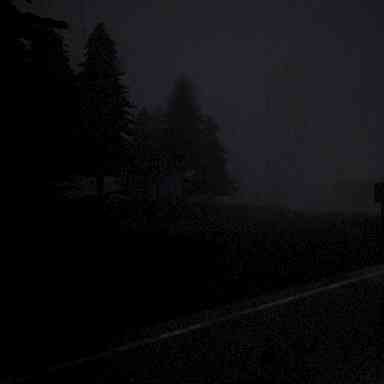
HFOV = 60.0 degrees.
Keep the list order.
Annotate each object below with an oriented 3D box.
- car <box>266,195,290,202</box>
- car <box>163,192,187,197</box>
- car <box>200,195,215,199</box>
[{"bbox_3d":[13.098,1.225,50.871,3.988,1.617,1.851,0,0,-36],"label":"car"},{"bbox_3d":[-2.213,0.991,56.015,2.150,2.045,5.566,0,0,-35],"label":"car"},{"bbox_3d":[2.412,1.284,55.642,1.812,1.442,4.674,0,0,-34],"label":"car"}]
